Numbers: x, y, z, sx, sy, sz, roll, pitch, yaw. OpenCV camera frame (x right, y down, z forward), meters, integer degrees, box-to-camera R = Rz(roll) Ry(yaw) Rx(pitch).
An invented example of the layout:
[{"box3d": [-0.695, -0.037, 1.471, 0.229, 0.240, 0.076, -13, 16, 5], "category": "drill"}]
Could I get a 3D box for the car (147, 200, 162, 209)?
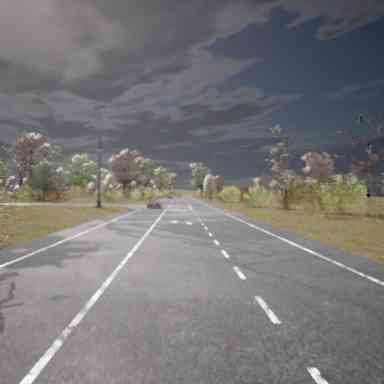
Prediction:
[{"box3d": [-5.308, 1.732, 47.238, 1.895, 1.301, 4.718, 1, 0, -2], "category": "car"}]
